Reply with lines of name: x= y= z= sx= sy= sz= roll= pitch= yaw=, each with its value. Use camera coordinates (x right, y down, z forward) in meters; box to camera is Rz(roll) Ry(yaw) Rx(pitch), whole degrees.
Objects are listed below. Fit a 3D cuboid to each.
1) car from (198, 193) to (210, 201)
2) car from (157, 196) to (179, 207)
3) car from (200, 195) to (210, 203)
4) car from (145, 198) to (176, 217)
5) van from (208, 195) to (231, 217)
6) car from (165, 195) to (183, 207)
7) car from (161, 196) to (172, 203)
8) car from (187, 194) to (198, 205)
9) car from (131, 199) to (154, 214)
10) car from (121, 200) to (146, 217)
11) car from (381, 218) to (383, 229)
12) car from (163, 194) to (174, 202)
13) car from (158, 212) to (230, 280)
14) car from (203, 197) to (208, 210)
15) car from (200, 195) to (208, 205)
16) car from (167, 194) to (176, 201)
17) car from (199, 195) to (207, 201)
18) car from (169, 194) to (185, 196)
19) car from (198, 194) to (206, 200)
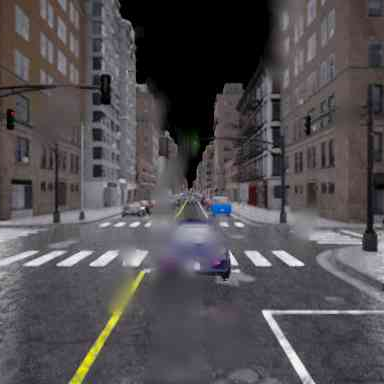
car: x=2.653 y=1.320 z=59.293 sx=2.192 sy=1.841 sz=5.009 roll=0 pitch=0 yaw=0
car: x=-2.839 y=1.513 z=39.628 sx=1.837 sy=1.490 sz=4.892 roll=0 pitch=0 yaw=0
car: x=2.656 y=1.440 z=70.655 sx=1.967 sy=1.590 sz=4.097 roll=0 pitch=0 yaw=0
car: x=-2.841 y=1.571 z=30.774 sx=1.994 sy=1.385 sz=4.181 roll=0 pitch=0 yaw=0
van: x=2.645 y=1.348 z=30.886 sx=1.690 sy=1.788 sz=3.998 roll=0 pitch=0 yaw=0
car: x=-2.820 y=1.572 z=49.556 sx=1.994 sy=1.385 sz=4.181 roll=0 pitch=0 yaw=1
car: x=-5.369 y=1.565 z=70.652 sx=1.947 sy=1.339 sz=4.313 roll=0 pitch=0 yaw=0
car: x=0.067 y=1.552 z=60.634 sx=2.033 sy=1.411 sz=5.357 roll=0 pitch=0 yaw=0
car: x=-5.378 y=1.552 z=36.561 sx=1.887 sy=1.381 sz=4.507 roll=0 pitch=0 yaw=0
car: x=-5.380 y=1.557 z=30.879 sx=2.008 sy=1.369 sz=4.403 roll=0 pitch=0 yaw=0
car: x=13.270 y=1.445 z=18.751 sx=4.553 sy=1.767 sz=2.097 roll=0 pitch=0 yaw=1
car: x=-5.368 y=1.312 z=76.334 sx=2.192 sy=1.841 sz=5.009 roll=0 pitch=0 yaw=0
car: x=0.067 y=1.528 z=9.873 sx=1.812 sy=1.442 sz=4.674 roll=0 pitch=0 yaw=0
car: x=2.648 y=1.591 z=42.248 sx=1.802 sy=1.307 sz=4.206 roll=0 pitch=0 yaw=0
car: x=2.651 y=1.590 z=53.611 sx=1.802 sy=1.307 sz=4.206 roll=0 pitch=0 yaw=0
car: x=-5.365 y=1.431 z=87.698 sx=1.967 sy=1.590 sz=4.097 roll=0 pitch=0 yaw=0
car: x=2.659 y=1.545 z=82.017 sx=2.008 sy=1.369 sz=4.403 roll=0 pitch=0 yaw=0
car: x=-2.779 y=1.510 z=59.526 sx=1.837 sy=1.490 sz=4.892 roll=0 pitch=0 yaw=1
car: x=2.774 y=1.466 z=93.733 sx=1.882 sy=1.535 sz=5.008 roll=0 pitch=0 yaw=0
